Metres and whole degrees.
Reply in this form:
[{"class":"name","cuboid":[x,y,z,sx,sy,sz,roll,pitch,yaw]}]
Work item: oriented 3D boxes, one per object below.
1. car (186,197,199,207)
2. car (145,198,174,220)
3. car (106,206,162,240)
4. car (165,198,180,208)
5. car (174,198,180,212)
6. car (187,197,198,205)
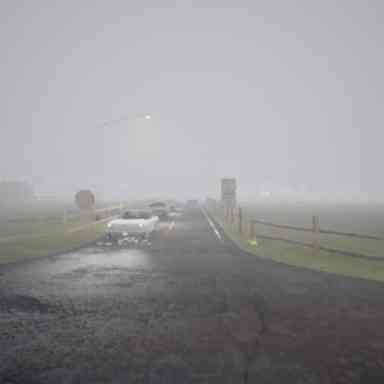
[{"class":"car","cuboid":[0.099,1.478,50.873,1.882,1.535,5.008,0,0,0]},{"class":"car","cuboid":[-2.829,1.479,28.006,1.882,1.535,5.008,0,0,0]},{"class":"car","cuboid":[-2.948,1.602,17.296,1.895,1.301,4.718,0,0,3]},{"class":"car","cuboid":[-2.769,1.565,47.871,1.994,1.385,4.181,0,0,0]},{"class":"car","cuboid":[-2.807,1.566,37.860,1.994,1.385,4.181,0,0,1]},{"class":"car","cuboid":[0.029,1.599,61.012,1.895,1.301,4.718,0,0,0]}]
